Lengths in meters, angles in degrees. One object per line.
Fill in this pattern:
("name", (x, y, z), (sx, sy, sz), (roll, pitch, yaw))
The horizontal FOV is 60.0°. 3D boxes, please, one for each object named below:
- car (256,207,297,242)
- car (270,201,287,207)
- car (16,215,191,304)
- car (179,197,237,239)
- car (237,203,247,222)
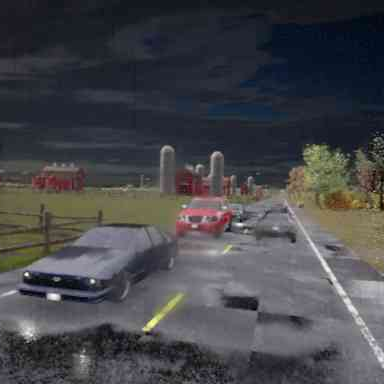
("car", (4.546, 1.738, 17.885), (1.994, 1.385, 4.181), (1, 0, 15))
("car", (10.787, 1.902, 41.172), (2.128, 1.511, 4.902), (1, 0, 15))
("car", (-1.805, 1.531, 8.570), (2.033, 1.411, 5.357), (1, 0, 15))
("car", (0.870, 1.305, 18.445), (2.150, 2.045, 5.566), (1, 0, 16))
("car", (3.579, 1.690, 28.498), (1.837, 1.490, 4.892), (1, 0, 15))
